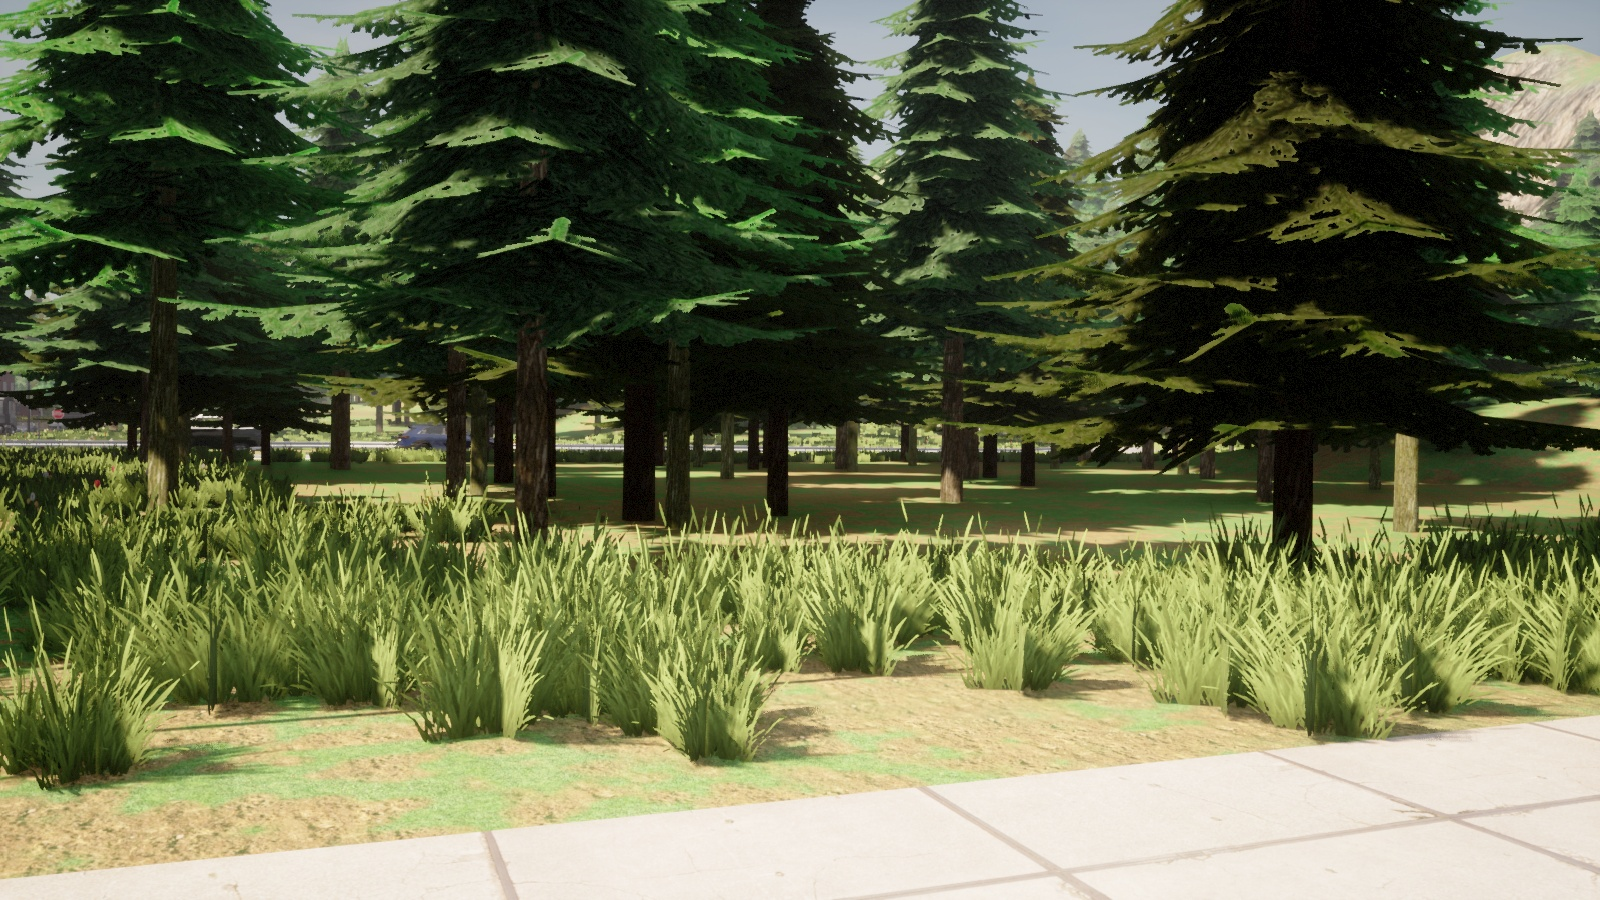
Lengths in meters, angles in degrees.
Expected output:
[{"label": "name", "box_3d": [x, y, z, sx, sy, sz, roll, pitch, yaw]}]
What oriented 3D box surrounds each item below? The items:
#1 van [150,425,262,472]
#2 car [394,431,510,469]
[{"label": "van", "box_3d": [-26.751, -0.104, 56.726, 4.480, 2.038, 2.069, -1, 1, -24]}, {"label": "car", "box_3d": [-15.996, -0.029, 57.680, 4.856, 1.649, 2.033, -1, 1, -24]}]
